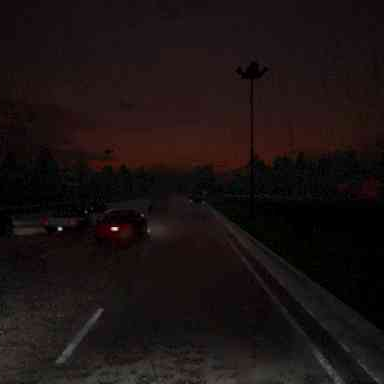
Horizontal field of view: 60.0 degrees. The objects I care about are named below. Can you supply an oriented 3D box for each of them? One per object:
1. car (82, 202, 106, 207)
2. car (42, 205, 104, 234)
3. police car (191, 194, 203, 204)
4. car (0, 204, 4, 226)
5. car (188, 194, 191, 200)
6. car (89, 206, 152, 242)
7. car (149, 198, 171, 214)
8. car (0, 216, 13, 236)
[{"bbox_3d":[-10.406,1.666,34.832,1.895,1.301,4.718,0,0,0],"label":"car"},{"bbox_3d":[-6.904,1.638,19.619,1.895,1.301,4.718,0,0,0],"label":"car"},{"bbox_3d":[1.212,1.555,69.908,1.930,1.638,5.238,0,0,0],"label":"police car"},{"bbox_3d":[-13.917,1.564,20.744,1.812,1.442,4.674,0,0,0],"label":"car"},{"bbox_3d":[-0.016,1.507,90.230,1.837,1.490,4.892,0,0,0],"label":"car"},{"bbox_3d":[-3.403,1.595,16.651,1.994,1.385,4.181,0,0,0],"label":"car"},{"bbox_3d":[-3.405,1.419,36.040,2.097,1.767,4.553,0,0,0],"label":"car"},{"bbox_3d":[-10.403,1.507,15.585,1.882,1.535,5.008,0,0,0],"label":"car"}]
